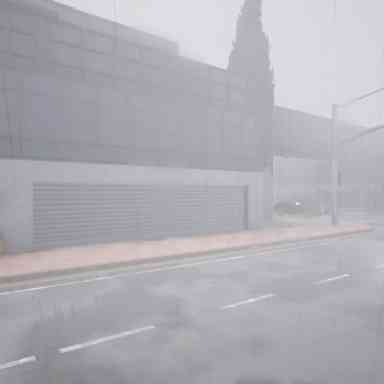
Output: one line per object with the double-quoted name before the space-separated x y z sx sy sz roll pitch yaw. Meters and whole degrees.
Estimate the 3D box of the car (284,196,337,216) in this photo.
"car" 11.825 1.352 33.450 2.097 1.767 4.553 0 0 -37

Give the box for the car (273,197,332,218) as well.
"car" 9.736 1.491 30.393 2.128 1.511 4.902 0 0 -37
